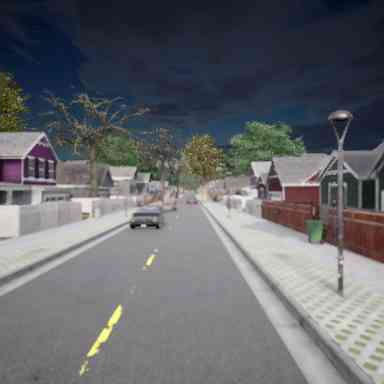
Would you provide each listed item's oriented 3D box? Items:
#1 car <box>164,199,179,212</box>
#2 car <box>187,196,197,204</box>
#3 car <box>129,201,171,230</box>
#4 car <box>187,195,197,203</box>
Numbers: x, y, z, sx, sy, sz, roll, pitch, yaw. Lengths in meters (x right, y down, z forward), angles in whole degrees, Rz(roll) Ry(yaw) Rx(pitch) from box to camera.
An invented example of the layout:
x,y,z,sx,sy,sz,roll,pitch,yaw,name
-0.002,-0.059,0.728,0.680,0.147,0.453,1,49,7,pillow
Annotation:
x,y,z,sx,sy,sz,roll,pitch,yaw,name
-2.757,1.595,40.470,1.812,1.442,4.674,0,0,0,car
-0.011,1.655,63.680,1.994,1.385,4.181,0,0,0,car
-2.776,1.571,21.816,2.033,1.411,5.357,0,0,0,car
-0.012,1.527,73.682,2.128,1.511,4.902,0,0,0,car
